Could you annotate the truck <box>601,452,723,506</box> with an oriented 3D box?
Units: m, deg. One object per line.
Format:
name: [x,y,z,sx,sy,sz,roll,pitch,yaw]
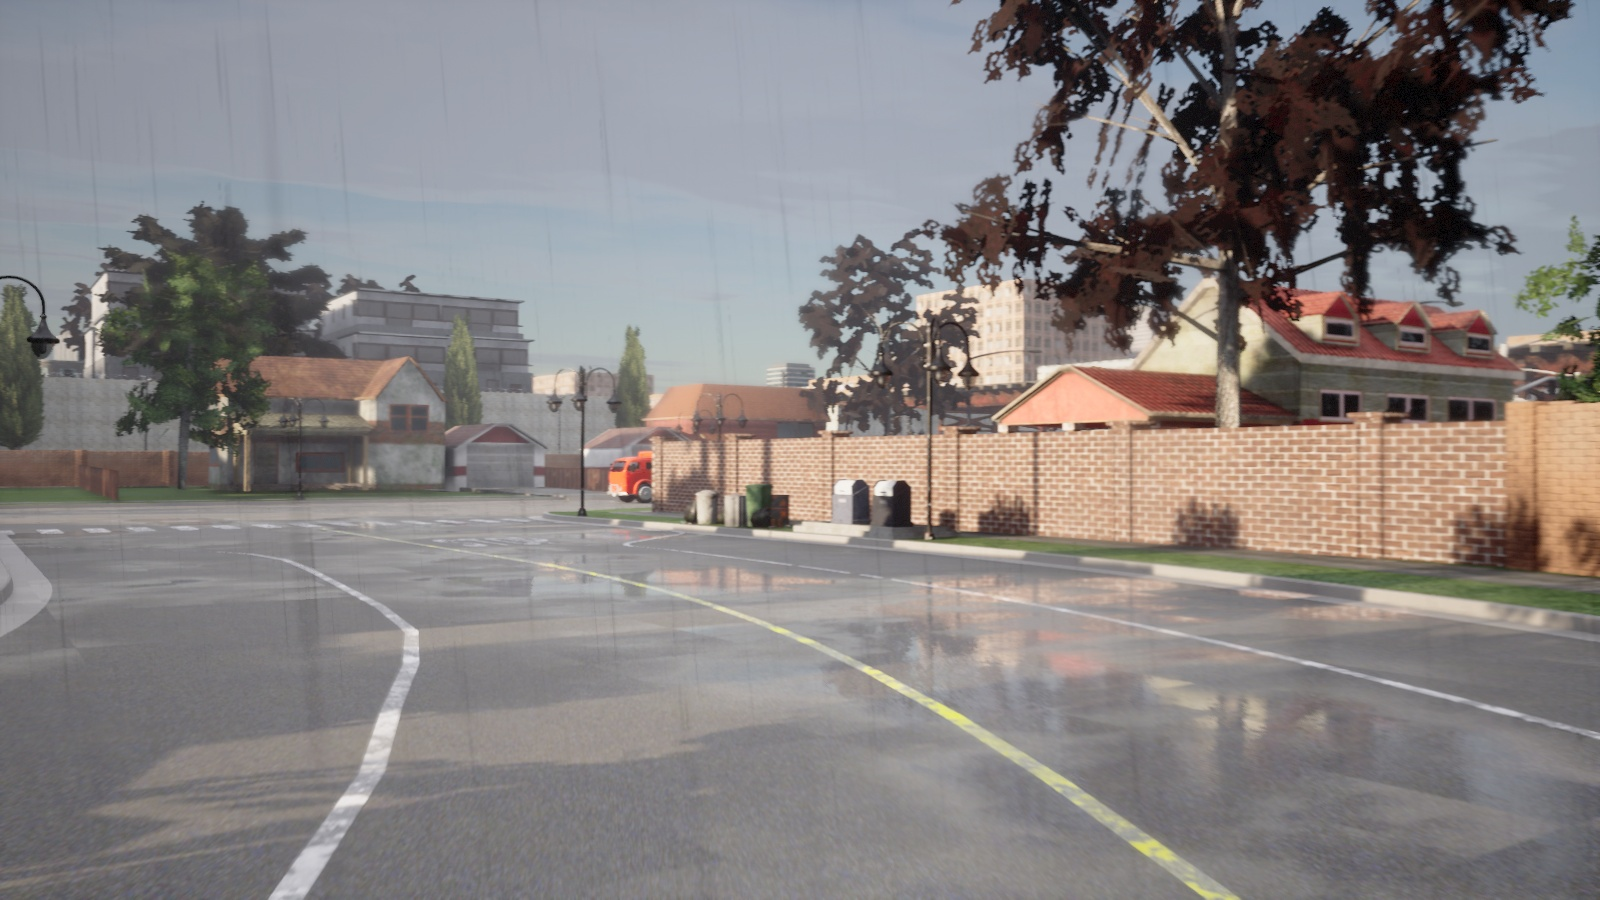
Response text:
truck: [-6.659,1.351,60.616,5.204,2.467,2.627,0,-1,-34]
